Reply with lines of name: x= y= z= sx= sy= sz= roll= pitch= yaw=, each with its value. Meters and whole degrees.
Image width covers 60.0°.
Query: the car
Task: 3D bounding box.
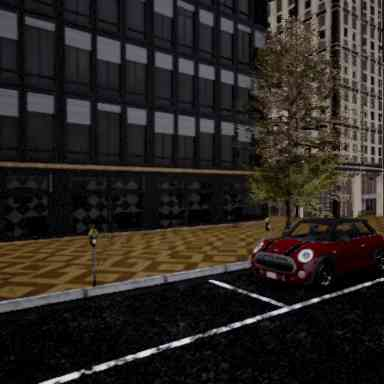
car: x=3.515 y=1.457 z=9.083 sx=4.097 sy=1.590 sz=1.967 roll=0 pitch=-1 yaw=-36
